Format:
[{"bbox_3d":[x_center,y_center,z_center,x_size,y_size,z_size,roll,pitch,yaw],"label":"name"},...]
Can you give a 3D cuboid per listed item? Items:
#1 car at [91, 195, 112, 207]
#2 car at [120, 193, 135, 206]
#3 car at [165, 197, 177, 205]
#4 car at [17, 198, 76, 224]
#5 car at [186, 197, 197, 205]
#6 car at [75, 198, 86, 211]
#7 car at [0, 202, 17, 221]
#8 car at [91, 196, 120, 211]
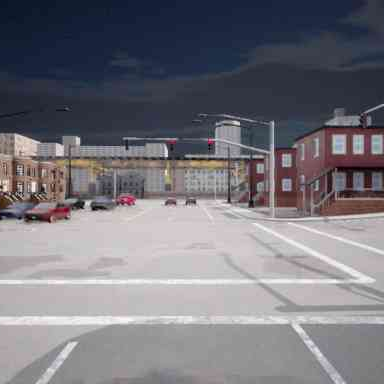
[{"bbox_3d":[-14.230,1.352,52.386,2.097,1.767,4.553,0,0,0],"label":"car"},{"bbox_3d":[-10.729,1.221,53.935,2.150,2.045,5.566,0,0,1],"label":"car"},{"bbox_3d":[-3.562,1.526,56.801,1.812,1.442,4.674,0,0,0],"label":"car"},{"bbox_3d":[-10.669,1.477,24.919,1.882,1.535,5.008,0,0,0],"label":"car"},{"bbox_3d":[-0.168,1.526,58.619,1.812,1.442,4.674,0,0,0],"label":"car"},{"bbox_3d":[-14.205,1.478,39.641,1.882,1.535,5.008,0,0,0],"label":"car"},{"bbox_3d":[-14.175,1.547,27.750,2.033,1.411,5.357,0,0,0],"label":"car"},{"bbox_3d":[-10.707,1.548,40.518,2.033,1.411,5.357,0,0,0],"label":"car"}]
